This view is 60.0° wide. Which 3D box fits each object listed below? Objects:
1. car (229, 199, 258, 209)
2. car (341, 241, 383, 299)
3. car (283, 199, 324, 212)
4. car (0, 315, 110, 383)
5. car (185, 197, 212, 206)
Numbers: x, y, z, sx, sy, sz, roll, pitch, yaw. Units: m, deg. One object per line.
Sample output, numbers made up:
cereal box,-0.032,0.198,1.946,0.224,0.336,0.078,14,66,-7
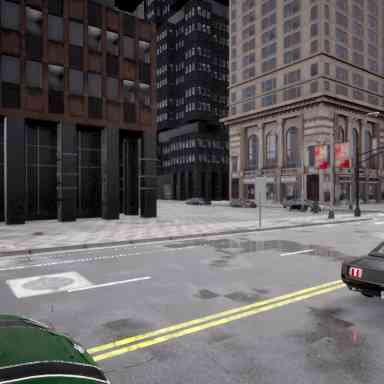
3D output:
car,7.075,1.600,46.244,1.994,1.385,4.181,0,0,-36
car,5.383,1.600,7.284,4.718,1.301,1.895,0,0,-35
car,12.744,1.517,38.244,2.128,1.511,4.902,0,0,-35
car,-2.605,1.352,1.579,4.553,1.767,2.097,0,0,-36
car,1.009,1.596,54.836,2.033,1.411,5.357,0,0,-36
